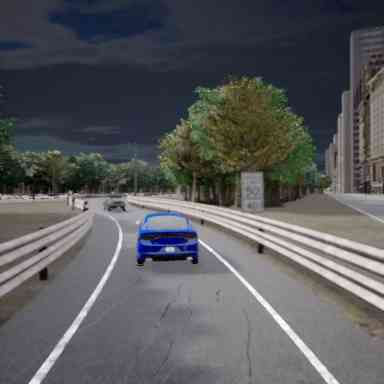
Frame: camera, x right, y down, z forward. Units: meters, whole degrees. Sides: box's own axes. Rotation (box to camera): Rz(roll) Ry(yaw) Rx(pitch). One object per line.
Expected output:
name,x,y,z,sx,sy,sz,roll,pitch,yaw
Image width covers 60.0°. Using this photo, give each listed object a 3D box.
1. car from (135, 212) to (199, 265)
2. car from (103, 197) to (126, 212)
car,-0.981,1.456,11.801,1.882,1.535,5.008,0,0,-8
car,-8.735,1.352,37.260,1.837,1.490,4.892,0,1,-24
